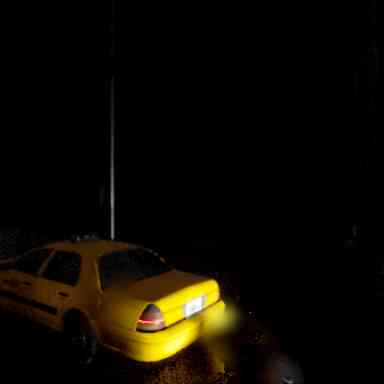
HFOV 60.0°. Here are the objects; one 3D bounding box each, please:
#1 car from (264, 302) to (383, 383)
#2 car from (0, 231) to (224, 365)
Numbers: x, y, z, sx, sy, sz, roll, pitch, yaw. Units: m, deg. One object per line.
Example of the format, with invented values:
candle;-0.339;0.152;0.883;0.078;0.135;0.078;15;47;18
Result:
car;2.972;1.489;2.227;5.008;1.535;1.882;0;0;36
car;-2.058;1.476;5.837;5.366;1.575;1.801;0;0;36
